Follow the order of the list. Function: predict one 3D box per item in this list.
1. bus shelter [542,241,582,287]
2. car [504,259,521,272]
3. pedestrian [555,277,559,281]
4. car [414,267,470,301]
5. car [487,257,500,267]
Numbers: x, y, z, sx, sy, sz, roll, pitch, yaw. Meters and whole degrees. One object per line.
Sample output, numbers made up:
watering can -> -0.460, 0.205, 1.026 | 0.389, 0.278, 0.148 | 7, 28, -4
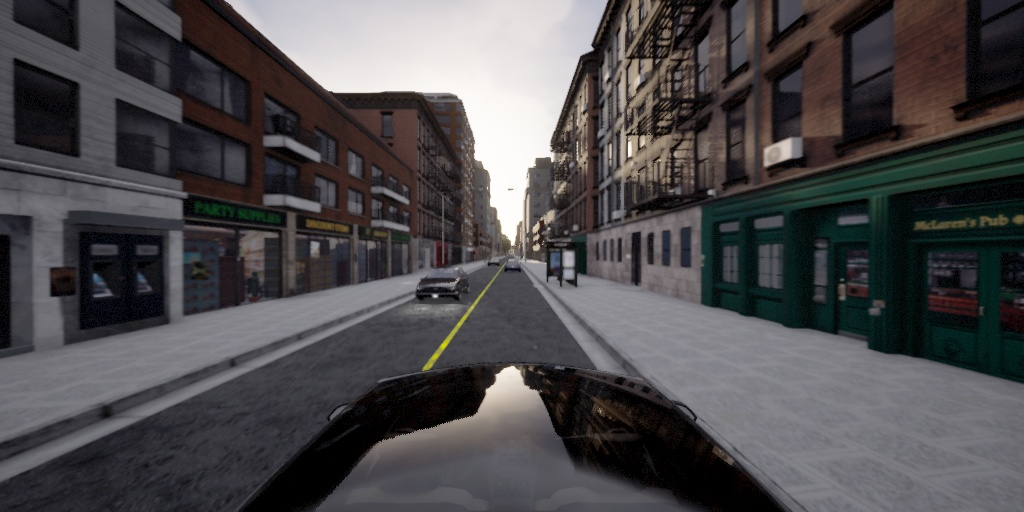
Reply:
bus shelter -> 3.133, 0.533, 22.322 | 1.920, 2.740, 3.880 | 0, 0, 0
car -> 0.076, 1.129, 42.287 | 1.994, 1.385, 4.181 | 0, 0, 0
pedestrian -> 3.133, 0.788, 24.881 | 0.375, 1.860, 0.375 | 0, 0, -10
car -> -3.101, 1.228, 17.129 | 2.033, 1.411, 5.357 | 0, 0, 0
car -> -3.047, 0.961, 59.219 | 1.882, 1.535, 5.008 | 0, 0, 1
